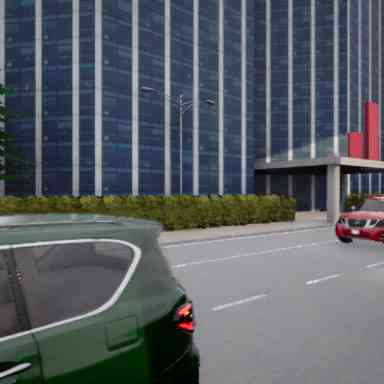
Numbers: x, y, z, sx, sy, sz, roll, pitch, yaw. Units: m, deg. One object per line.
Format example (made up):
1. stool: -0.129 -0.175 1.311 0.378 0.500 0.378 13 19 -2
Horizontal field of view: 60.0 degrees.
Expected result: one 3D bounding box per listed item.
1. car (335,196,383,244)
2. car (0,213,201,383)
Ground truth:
1. car: 8.687 1.221 14.823 5.566 2.045 2.150 0 0 -36
2. car: -2.465 1.221 1.924 5.566 2.045 2.150 0 0 -40
